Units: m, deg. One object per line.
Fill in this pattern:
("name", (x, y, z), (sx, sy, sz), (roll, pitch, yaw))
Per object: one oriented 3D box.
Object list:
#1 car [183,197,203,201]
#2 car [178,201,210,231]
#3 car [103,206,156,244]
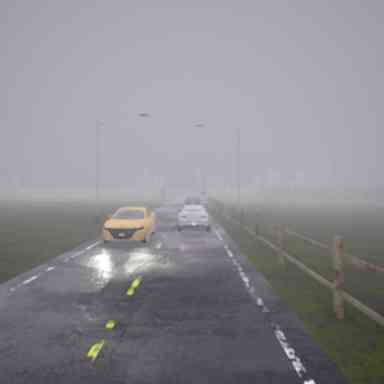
("car", (0.105, 1.294, 37.022), (2.097, 1.767, 4.553), (0, 0, 0))
("car", (0.100, 1.499, 20.356), (1.812, 1.442, 4.674), (0, 0, 0))
("car", (-2.845, 1.457, 15.964), (1.882, 1.535, 5.008), (0, 0, 0))
